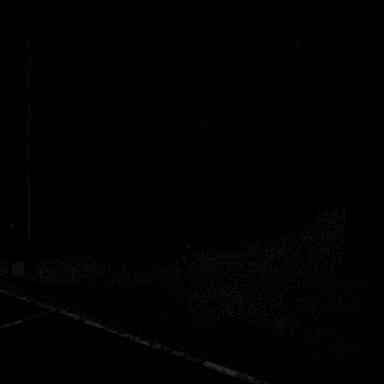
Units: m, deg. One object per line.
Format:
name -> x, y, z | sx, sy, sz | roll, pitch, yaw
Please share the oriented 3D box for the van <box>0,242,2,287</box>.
van -> -5.763, 1.339, 7.182 | 3.998, 1.788, 1.690 | 0, 0, 35
